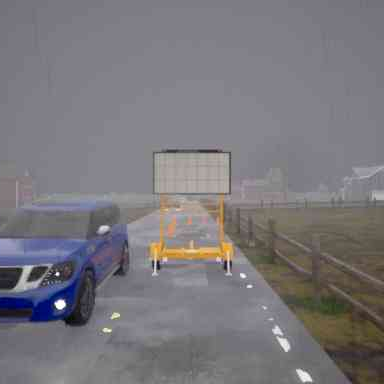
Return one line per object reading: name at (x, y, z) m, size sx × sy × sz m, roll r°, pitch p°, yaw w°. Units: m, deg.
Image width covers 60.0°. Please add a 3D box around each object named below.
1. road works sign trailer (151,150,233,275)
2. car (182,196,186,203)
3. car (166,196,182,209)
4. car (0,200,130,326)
road works sign trailer at (-0.002, 0.481, 10.435) m, size 2.380 × 3.560 × 2.880 m, roll 0°, pitch 0°, yaw 0°
car at (-2.766, 1.970, 89.910) m, size 2.150 × 2.045 × 5.566 m, roll 0°, pitch -1°, yaw 0°
car at (-2.855, 1.715, 49.802) m, size 1.882 × 1.535 × 5.008 m, roll 0°, pitch -1°, yaw 0°
car at (-2.854, 1.231, 7.445) m, size 2.150 × 2.045 × 5.566 m, roll 0°, pitch 0°, yaw 0°
